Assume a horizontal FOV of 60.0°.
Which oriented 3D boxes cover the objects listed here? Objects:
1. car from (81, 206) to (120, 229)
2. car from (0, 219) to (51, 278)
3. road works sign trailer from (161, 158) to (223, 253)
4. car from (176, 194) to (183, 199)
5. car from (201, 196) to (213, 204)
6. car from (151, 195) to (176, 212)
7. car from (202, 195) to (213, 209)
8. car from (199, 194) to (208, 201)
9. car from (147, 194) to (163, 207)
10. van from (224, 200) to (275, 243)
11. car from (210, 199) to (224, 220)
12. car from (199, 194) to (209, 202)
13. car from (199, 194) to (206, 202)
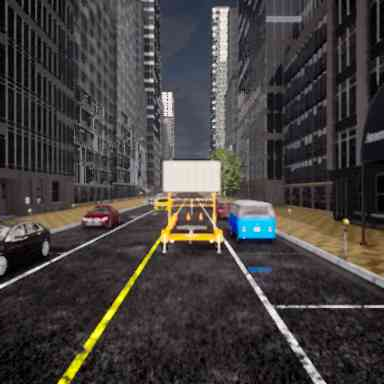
[{"bbox_3d":[-5.699,1.535,21.256,1.802,1.307,4.206,0,0,0],"label":"car"},{"bbox_3d":[-5.695,1.529,9.871,2.008,1.369,4.403,0,0,0],"label":"car"},{"bbox_3d":[-0.005,0.435,13.580,2.380,3.560,2.880,0,0,0],"label":"road works sign trailer"},{"bbox_3d":[-3.032,1.209,78.643,1.812,1.442,4.674,0,0,0],"label":"car"},{"bbox_3d":[2.666,1.405,61.103,2.008,1.369,4.403,0,0,0],"label":"car"},{"bbox_3d":[-3.110,1.396,37.191,1.882,1.535,5.008,0,0,0],"label":"car"},{"bbox_3d":[2.673,1.485,44.026,1.802,1.307,4.206,0,0,0],"label":"car"},{"bbox_3d":[2.659,1.231,78.180,1.967,1.590,4.097,0,0,0],"label":"car"},{"bbox_3d":[-5.710,1.439,49.719,2.008,1.369,4.403,0,0,0],"label":"car"},{"bbox_3d":[2.684,1.307,15.564,1.690,1.788,3.998,0,0,0],"label":"van"},{"bbox_3d":[2.679,1.523,26.949,1.802,1.307,4.206,0,0,0],"label":"car"},{"bbox_3d":[2.662,1.252,72.488,1.967,1.590,4.097,0,0,0],"label":"car"},{"bbox_3d":[2.668,1.423,55.411,2.008,1.369,4.403,0,0,0],"label":"car"}]
